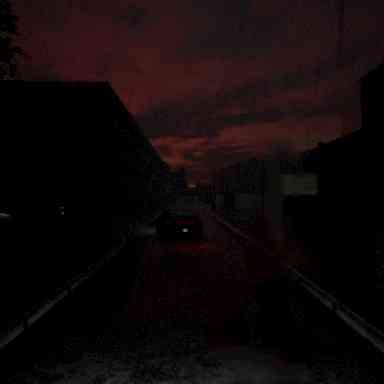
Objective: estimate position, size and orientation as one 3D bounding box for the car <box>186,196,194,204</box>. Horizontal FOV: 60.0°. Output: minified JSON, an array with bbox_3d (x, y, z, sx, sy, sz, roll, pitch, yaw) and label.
[{"bbox_3d":[-0.463,2.042,77.042,1.895,1.301,4.718,0,0,0],"label":"car"}]

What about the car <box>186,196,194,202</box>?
[{"bbox_3d":[-0.523,1.834,87.027,1.812,1.442,4.674,0,-1,0],"label":"car"}]

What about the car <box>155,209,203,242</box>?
[{"bbox_3d":[-0.796,1.615,17.384,1.882,1.535,5.008,0,-1,-12],"label":"car"}]

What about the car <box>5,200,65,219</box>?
[{"bbox_3d":[-13.303,1.428,28.252,4.892,1.490,1.837,2,-2,5],"label":"car"}]
